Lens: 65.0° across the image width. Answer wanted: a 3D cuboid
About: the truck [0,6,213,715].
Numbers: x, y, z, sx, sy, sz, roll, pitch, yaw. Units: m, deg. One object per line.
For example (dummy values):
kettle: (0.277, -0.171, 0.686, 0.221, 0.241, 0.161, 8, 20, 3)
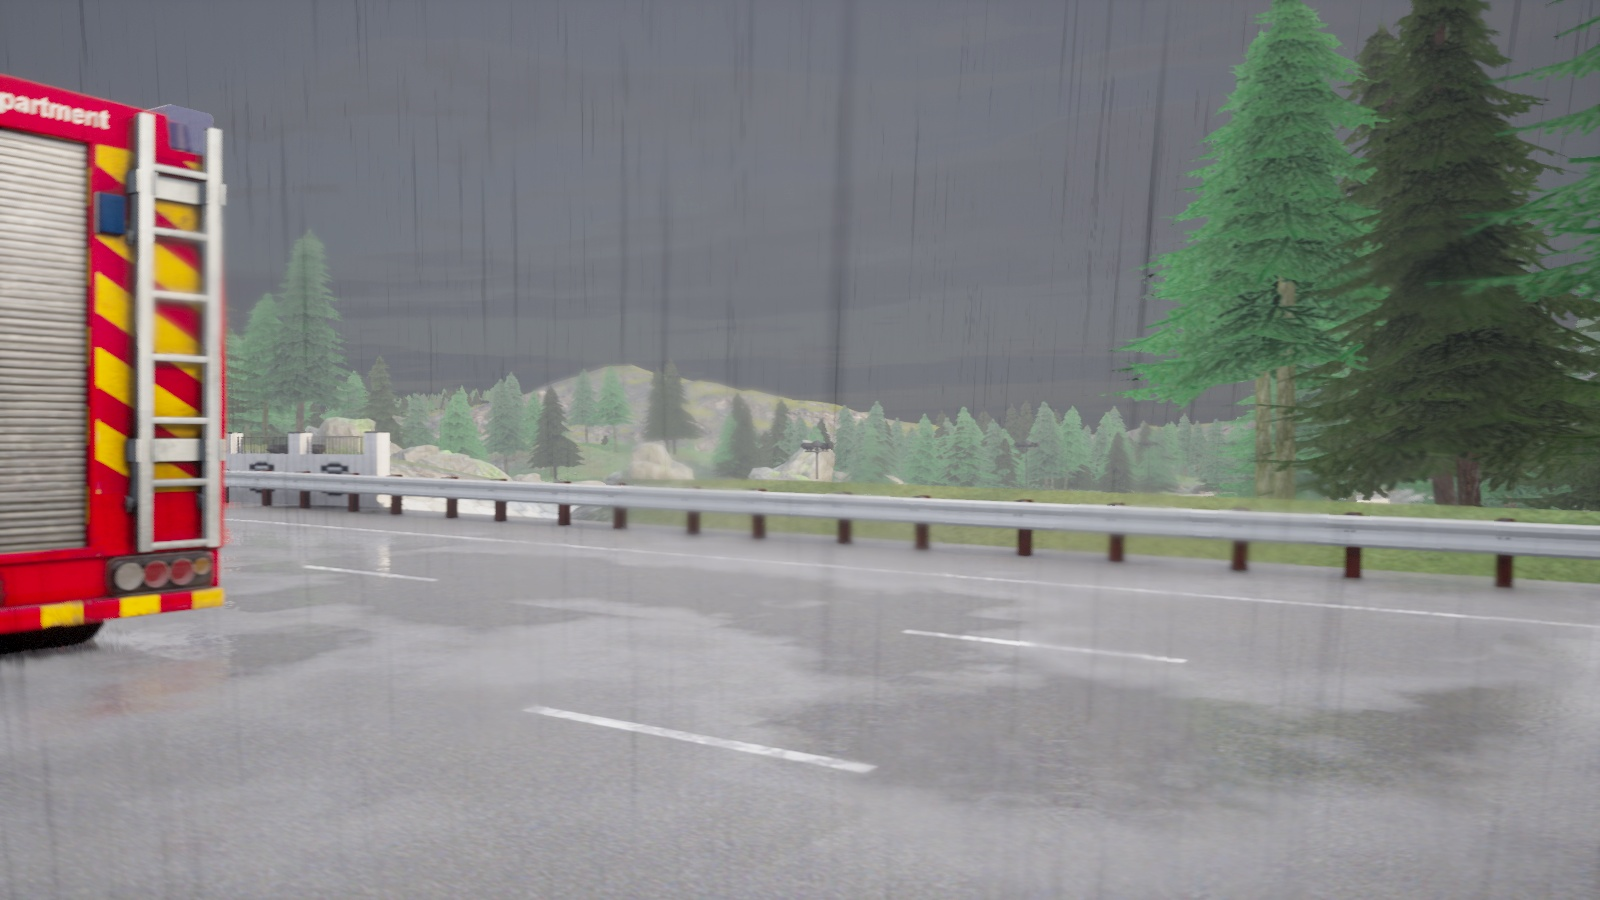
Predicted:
truck: (-7.989, -0.481, 8.914, 8.468, 3.827, 2.891, 0, 1, 34)
